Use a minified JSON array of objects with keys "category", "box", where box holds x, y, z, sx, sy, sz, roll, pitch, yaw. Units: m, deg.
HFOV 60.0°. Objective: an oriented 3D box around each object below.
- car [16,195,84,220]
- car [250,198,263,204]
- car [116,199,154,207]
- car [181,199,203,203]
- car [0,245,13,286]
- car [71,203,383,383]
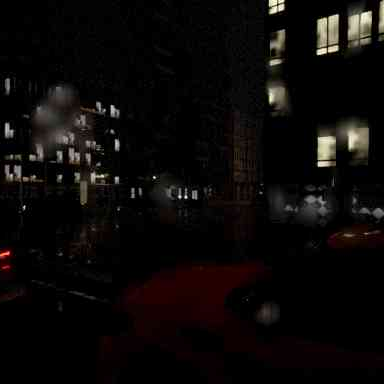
[{"category":"car","box":[-12.245,1.280,29.174,2.150,2.045,5.566,1,0,39]},{"category":"car","box":[11.629,1.793,55.953,2.033,1.411,5.357,1,0,37]},{"category":"car","box":[-6.309,1.595,37.198,2.128,1.511,4.902,1,0,37]},{"category":"car","box":[-0.154,1.676,45.448,1.812,1.442,4.674,1,0,36]},{"category":"car","box":[-6.128,1.522,8.041,4.674,1.442,1.812,0,0,35]},{"category":"car","box":[1.773,1.221,2.421,5.566,2.045,2.150,0,0,35]}]
